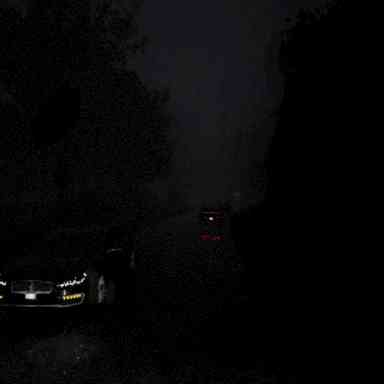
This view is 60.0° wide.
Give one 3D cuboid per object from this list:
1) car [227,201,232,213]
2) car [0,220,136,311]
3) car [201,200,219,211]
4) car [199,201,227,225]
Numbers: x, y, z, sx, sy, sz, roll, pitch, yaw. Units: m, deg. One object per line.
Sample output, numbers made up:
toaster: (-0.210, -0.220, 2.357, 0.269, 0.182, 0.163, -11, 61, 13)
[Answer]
car: (4.005, 1.928, 42.692, 2.128, 1.511, 4.902, 0, -1, 10)
car: (-2.621, 1.511, 8.022, 1.837, 1.490, 4.892, 0, 0, 2)
car: (2.901, 2.082, 52.371, 1.882, 1.535, 5.008, 1, -1, 12)
car: (1.602, 1.656, 25.694, 1.837, 1.490, 4.892, 0, -1, 6)
